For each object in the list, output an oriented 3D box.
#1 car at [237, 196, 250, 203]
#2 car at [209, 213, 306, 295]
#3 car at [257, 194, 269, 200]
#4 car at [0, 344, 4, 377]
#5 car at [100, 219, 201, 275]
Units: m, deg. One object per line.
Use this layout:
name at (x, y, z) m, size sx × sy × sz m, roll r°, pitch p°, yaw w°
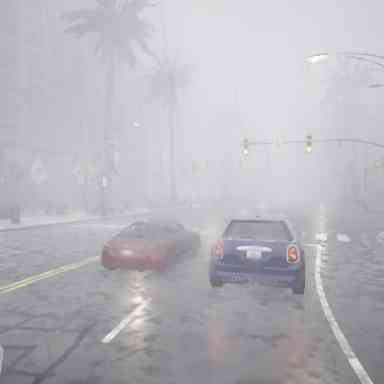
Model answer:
car at (10.966, 1.518, 70.500) m, size 2.161 × 1.482 × 4.786 m, roll 0°, pitch 0°, yaw 21°
car at (1.958, 1.352, 9.076) m, size 2.097 × 1.767 × 4.553 m, roll 0°, pitch 0°, yaw 18°
car at (19.051, 1.361, 90.887) m, size 2.185 × 1.767 × 4.553 m, roll 0°, pitch 0°, yaw 21°
car at (-3.048, 1.526, 1.690) m, size 1.812 × 1.442 × 4.674 m, roll 0°, pitch 0°, yaw 3°
car at (-1.108, 1.565, 10.656) m, size 1.994 × 1.385 × 4.181 m, roll 0°, pitch 0°, yaw 17°
